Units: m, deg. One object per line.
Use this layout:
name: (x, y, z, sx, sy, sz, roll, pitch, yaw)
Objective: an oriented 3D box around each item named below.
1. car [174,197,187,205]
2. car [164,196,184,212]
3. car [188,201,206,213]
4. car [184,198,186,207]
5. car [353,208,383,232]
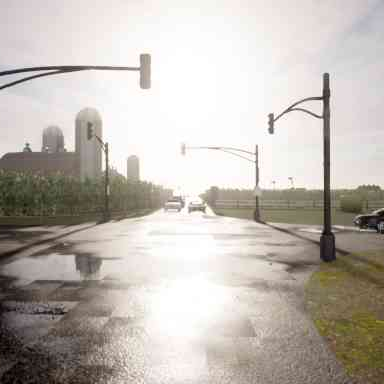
car: (-2.060, 1.621, 60.168, 2.033, 1.411, 5.357, 0, 0, 1)
car: (-2.271, 1.565, 40.160, 1.812, 1.442, 4.674, 0, 0, 1)
car: (0.559, 1.635, 36.926, 1.895, 1.301, 4.718, 0, 0, 1)
car: (-2.177, 1.406, 49.987, 2.097, 1.767, 4.553, 0, 0, 1)
car: (12.695, 1.670, 20.887, 4.892, 1.490, 1.837, 0, -1, -5)
